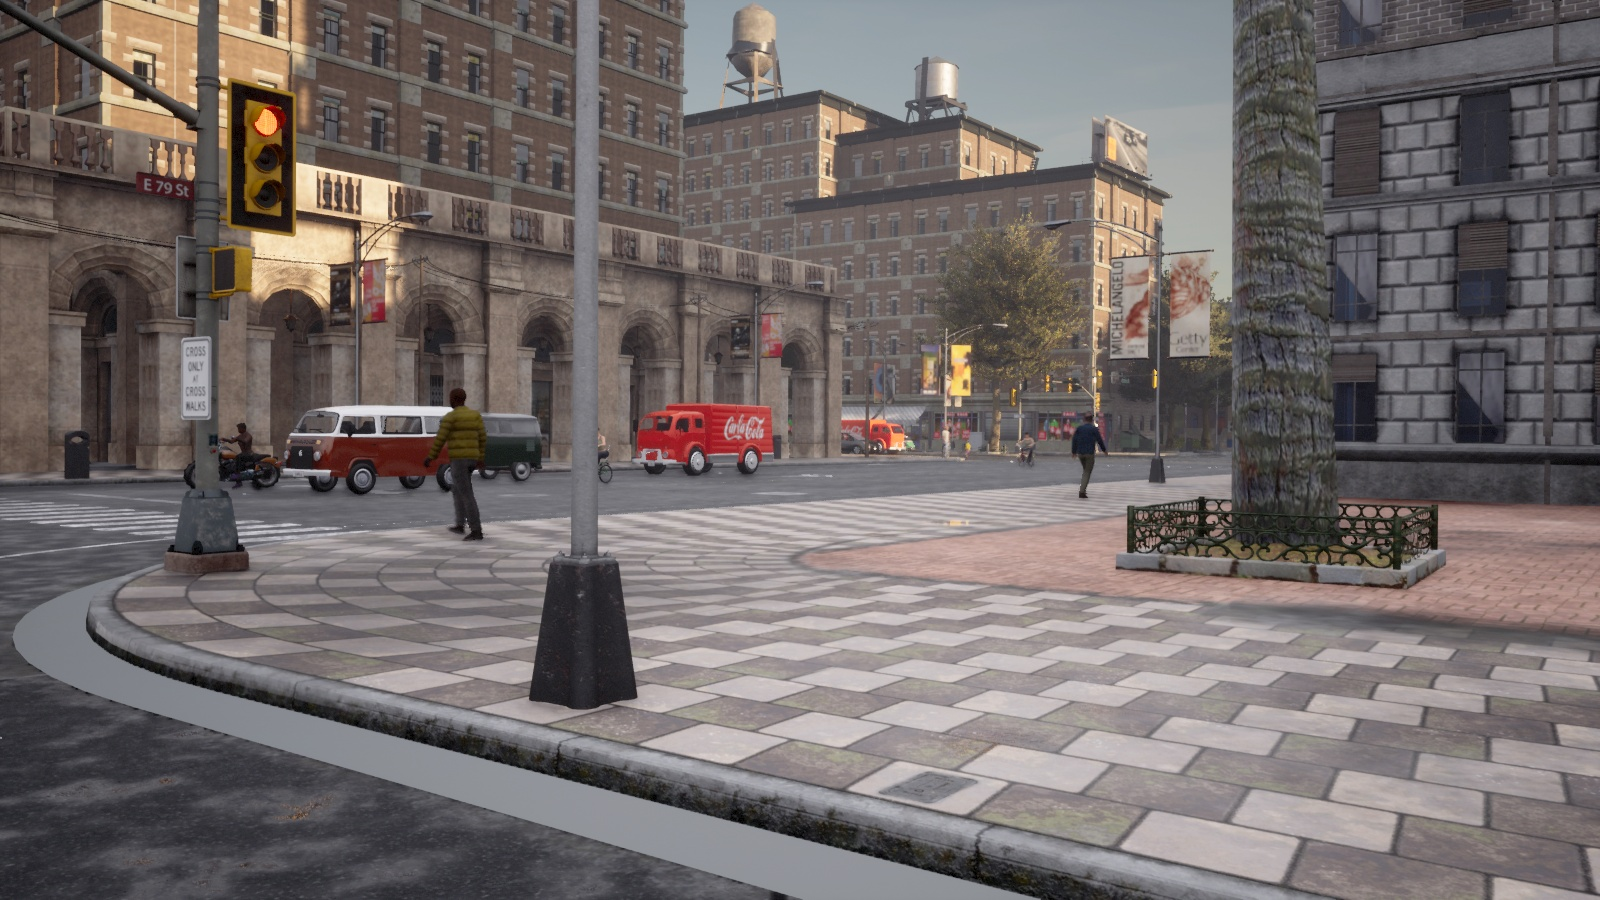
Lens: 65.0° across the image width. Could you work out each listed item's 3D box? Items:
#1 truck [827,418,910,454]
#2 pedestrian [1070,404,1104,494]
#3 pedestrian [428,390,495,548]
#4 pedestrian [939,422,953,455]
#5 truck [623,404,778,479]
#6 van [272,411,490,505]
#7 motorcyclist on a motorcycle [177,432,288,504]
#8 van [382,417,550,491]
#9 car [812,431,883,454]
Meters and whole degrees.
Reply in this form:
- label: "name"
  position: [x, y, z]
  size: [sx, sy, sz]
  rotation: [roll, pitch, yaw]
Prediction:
- label: "truck"
  position: [4.817, -1.009, 88.613]
  size: [5.204, 2.467, 2.627]
  rotation: [0, 1, 36]
- label: "pedestrian"
  position: [6.024, -0.026, 26.321]
  size: [0.402, 1.842, 0.726]
  rotation: [0, 1, 39]
- label: "pedestrian"
  position: [-4.037, 0.220, 14.960]
  size: [0.726, 1.835, 0.370]
  rotation: [0, 1, 36]
- label: "pedestrian"
  position: [8.060, -0.631, 69.318]
  size: [0.706, 1.836, 0.354]
  rotation: [0, 1, 44]
- label: "truck"
  position: [-3.416, -0.326, 44.056]
  size: [2.627, 2.467, 5.204]
  rotation: [0, 1, 37]
- label: "van"
  position: [-9.788, 0.138, 29.663]
  size: [2.069, 2.038, 4.480]
  rotation: [0, 1, 37]
- label: "motorcyclist on a motorcycle"
  position: [-13.624, 0.392, 30.220]
  size: [0.766, 1.649, 2.350]
  rotation: [0, 1, 37]
- label: "van"
  position: [-9.462, 0.080, 35.893]
  size: [1.775, 1.987, 4.442]
  rotation: [0, 1, 38]
- label: "car"
  position: [3.231, -0.518, 85.469]
  size: [4.514, 1.525, 2.007]
  rotation: [0, 1, 37]
